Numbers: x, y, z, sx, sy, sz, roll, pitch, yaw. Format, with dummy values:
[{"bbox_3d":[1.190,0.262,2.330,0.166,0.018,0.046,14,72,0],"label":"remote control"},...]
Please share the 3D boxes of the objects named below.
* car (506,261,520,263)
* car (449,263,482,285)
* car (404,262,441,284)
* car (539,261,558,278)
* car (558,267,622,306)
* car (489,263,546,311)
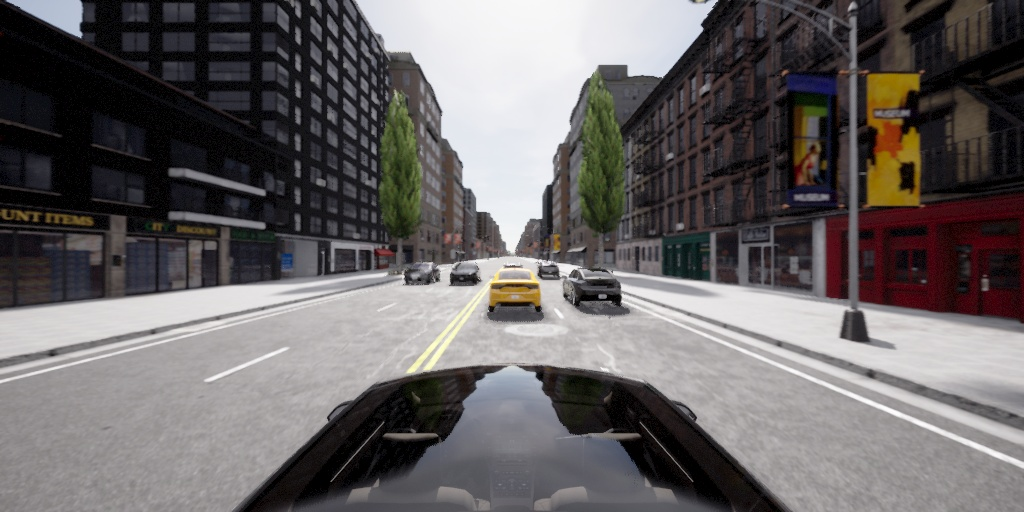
[{"bbox_3d":[0.113,1.238,33.957,2.128,1.511,4.902,0,0,0],"label":"car"},{"bbox_3d":[-3.333,1.225,26.317,1.882,1.535,5.008,0,0,0],"label":"car"},{"bbox_3d":[-6.580,1.239,26.748,2.128,1.511,4.902,0,0,0],"label":"car"},{"bbox_3d":[3.364,1.238,33.949,2.128,1.511,4.902,0,0,0],"label":"car"},{"bbox_3d":[3.357,1.255,15.708,1.837,1.490,4.892,0,0,0],"label":"car"},{"bbox_3d":[0.105,1.227,14.565,1.882,1.535,5.008,0,0,0],"label":"car"}]
